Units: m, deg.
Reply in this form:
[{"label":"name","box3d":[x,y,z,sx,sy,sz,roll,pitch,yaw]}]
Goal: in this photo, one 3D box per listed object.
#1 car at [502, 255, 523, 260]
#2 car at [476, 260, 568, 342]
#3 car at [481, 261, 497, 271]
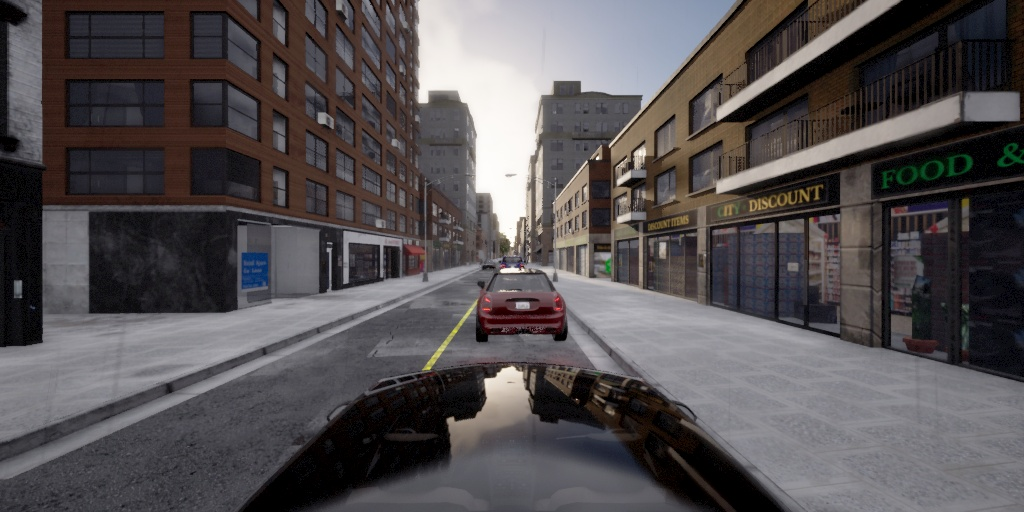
[{"label":"car","box3d":[0.038,0.976,31.104,2.150,2.045,5.566,0,0,0]},{"label":"car","box3d":[0.115,1.102,9.958,2.097,1.767,4.553,0,0,-3]},{"label":"car","box3d":[-3.178,1.367,49.468,1.895,1.301,4.718,0,0,0]}]
